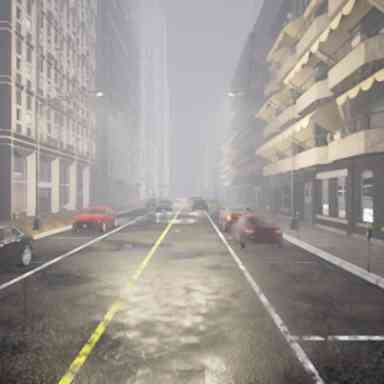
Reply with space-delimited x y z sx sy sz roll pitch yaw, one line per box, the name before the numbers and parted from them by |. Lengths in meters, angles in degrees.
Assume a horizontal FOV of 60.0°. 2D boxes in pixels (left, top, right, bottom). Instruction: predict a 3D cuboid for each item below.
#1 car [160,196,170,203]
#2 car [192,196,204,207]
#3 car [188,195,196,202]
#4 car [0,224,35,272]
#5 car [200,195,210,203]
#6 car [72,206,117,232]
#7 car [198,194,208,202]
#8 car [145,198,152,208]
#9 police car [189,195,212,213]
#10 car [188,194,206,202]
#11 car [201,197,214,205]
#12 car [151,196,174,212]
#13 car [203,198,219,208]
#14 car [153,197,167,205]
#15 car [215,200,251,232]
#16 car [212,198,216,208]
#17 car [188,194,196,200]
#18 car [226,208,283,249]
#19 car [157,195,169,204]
car | -5.683 1.556 70.563 1.752 1.417 4.829 0 0 0
car | 0.906 1.472 53.743 1.801 1.575 5.366 0 0 0
car | 0.009 1.427 72.695 1.812 1.442 4.674 0 0 0
car | -5.687 1.551 8.599 2.008 1.369 4.403 0 0 0
car | 2.698 1.472 70.732 1.967 1.590 4.097 0 0 0
car | -5.687 1.547 19.897 1.887 1.381 4.507 0 0 0
car | 2.699 1.358 82.030 2.192 1.841 5.009 0 0 0
car | -5.685 1.579 48.139 1.947 1.339 4.313 0 0 0
police car | 0.904 1.433 37.663 1.930 1.638 5.238 0 0 0
car | 0.696 1.365 47.524 2.097 1.767 4.553 0 0 0
car | 2.697 1.572 59.436 2.008 1.369 4.403 0 0 0
car | -3.091 1.555 38.320 2.033 1.411 5.357 0 0 0
car | 2.696 1.579 48.139 1.947 1.339 4.313 0 0 0
car | -5.683 1.571 59.436 2.008 1.369 4.403 0 0 0
car | 2.694 1.443 19.896 1.967 1.590 4.097 0 0 0
car | 2.696 1.536 42.659 1.752 1.417 4.829 0 0 0
car | 0.010 1.456 92.934 2.128 1.511 4.902 0 0 0
car | 2.693 1.583 14.247 1.802 1.307 4.206 0 0 0
car | -5.684 1.466 65.085 1.967 1.590 4.097 0 0 0
